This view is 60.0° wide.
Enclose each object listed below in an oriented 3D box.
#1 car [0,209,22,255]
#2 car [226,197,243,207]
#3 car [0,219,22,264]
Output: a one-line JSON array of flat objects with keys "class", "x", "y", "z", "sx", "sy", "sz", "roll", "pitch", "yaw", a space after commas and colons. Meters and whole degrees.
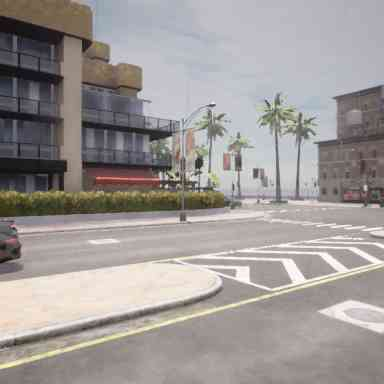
[{"class": "car", "x": -8.913, "y": 1.492, "z": 11.763, "sx": 4.902, "sy": 1.511, "sz": 2.128, "roll": 0, "pitch": 0, "yaw": -35}, {"class": "car", "x": 5.755, "y": 1.505, "z": 51.583, "sx": 1.837, "sy": 1.490, "sz": 4.892, "roll": 0, "pitch": 0, "yaw": -35}, {"class": "car", "x": -7.098, "y": 1.526, "z": 8.750, "sx": 4.674, "sy": 1.442, "sz": 1.812, "roll": 0, "pitch": 0, "yaw": -37}]
